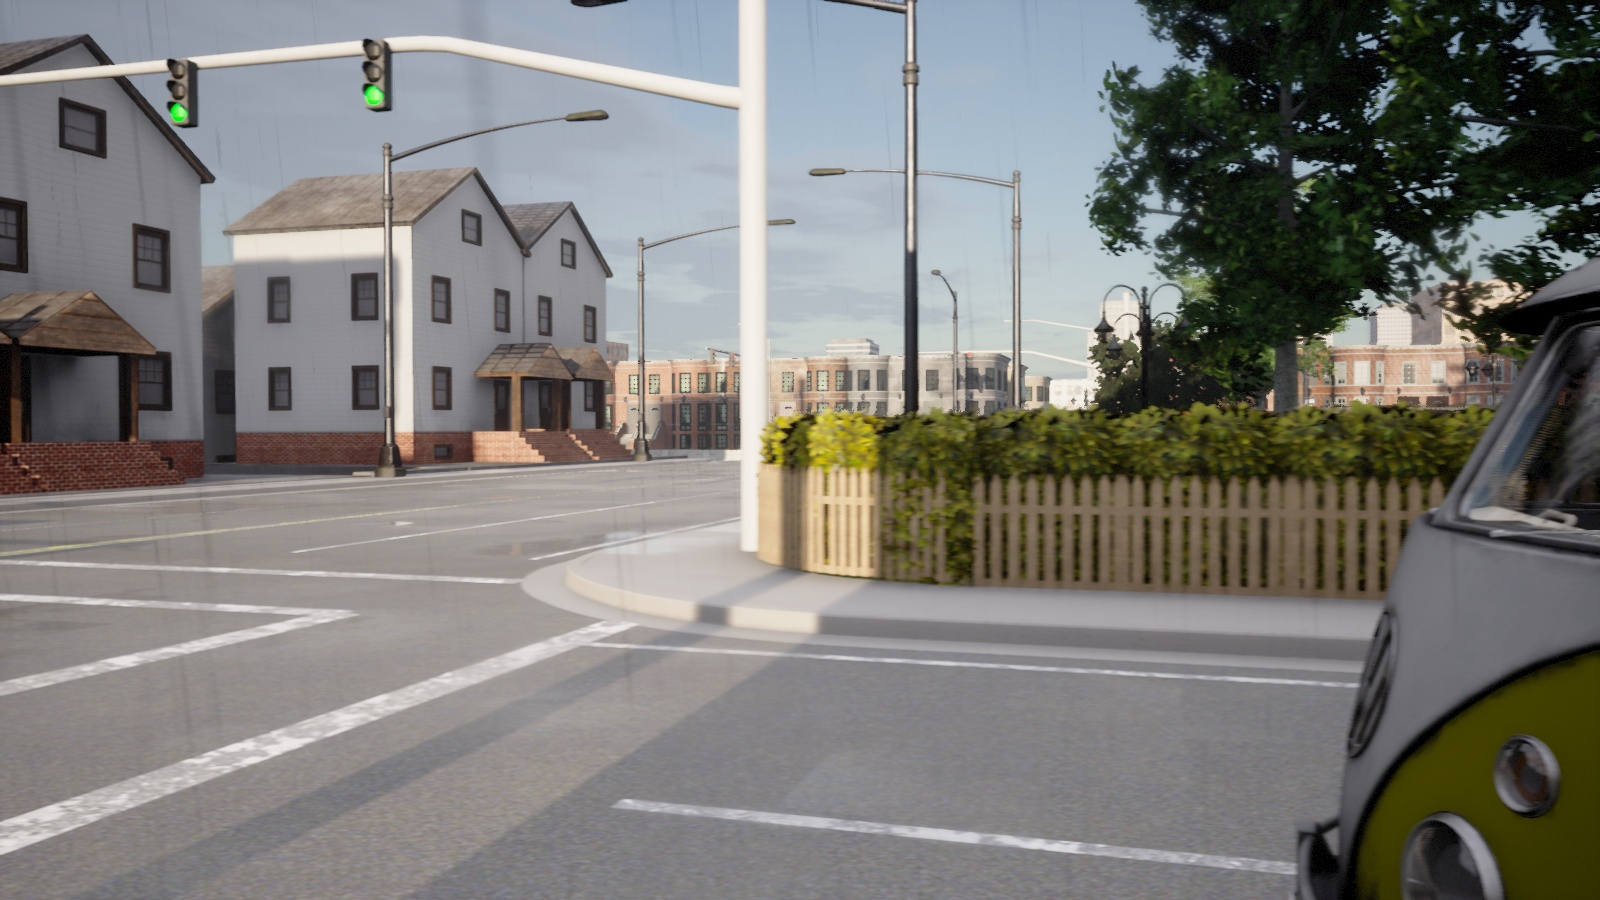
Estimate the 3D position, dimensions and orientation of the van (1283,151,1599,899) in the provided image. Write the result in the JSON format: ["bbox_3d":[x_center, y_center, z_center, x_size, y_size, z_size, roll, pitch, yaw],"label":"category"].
[{"bbox_3d":[3.251,0.558,2.119,4.442,1.987,1.775,1,1,18],"label":"van"}]
